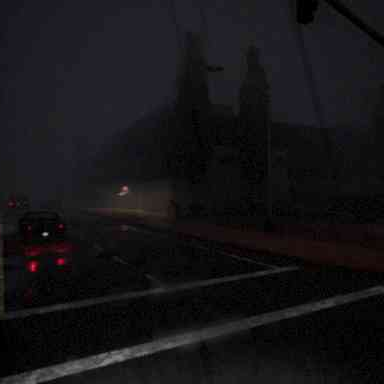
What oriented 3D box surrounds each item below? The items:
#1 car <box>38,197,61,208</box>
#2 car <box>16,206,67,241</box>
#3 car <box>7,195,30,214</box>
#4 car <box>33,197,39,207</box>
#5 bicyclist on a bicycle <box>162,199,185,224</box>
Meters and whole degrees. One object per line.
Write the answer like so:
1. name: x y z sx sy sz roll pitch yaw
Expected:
1. car: -17.318 1.597 40.793 1.882 1.535 5.008 -1 0 -29
2. car: -7.885 1.659 17.301 1.895 1.301 4.718 -1 0 -30
3. car: -20.385 1.395 39.125 2.150 2.045 5.566 -1 0 -28
4. car: -22.256 1.516 49.351 2.097 1.767 4.553 -1 0 -30
5. bicyclist on a bicycle: -1.203 1.246 21.256 1.656 1.620 0.582 -1 0 -30
